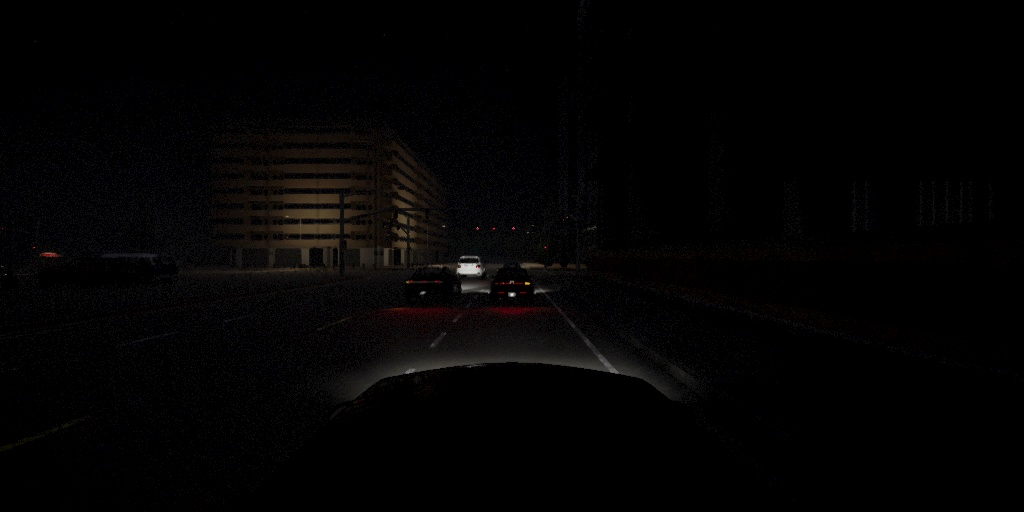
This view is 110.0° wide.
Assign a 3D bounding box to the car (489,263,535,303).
[{"bbox_3d":[0.000,1.264,16.500,1.837,1.490,4.892,0,0,0],"label":"car"}]

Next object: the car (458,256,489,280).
[{"bbox_3d":[-3.500,1.006,31.532,2.150,2.045,5.566,0,0,0],"label":"car"}]

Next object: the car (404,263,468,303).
[{"bbox_3d":[-3.500,1.243,16.500,2.128,1.511,4.902,0,0,0],"label":"car"}]

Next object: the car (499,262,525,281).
[{"bbox_3d":[0.000,1.312,31.502,2.033,1.411,5.357,0,0,0],"label":"car"}]
